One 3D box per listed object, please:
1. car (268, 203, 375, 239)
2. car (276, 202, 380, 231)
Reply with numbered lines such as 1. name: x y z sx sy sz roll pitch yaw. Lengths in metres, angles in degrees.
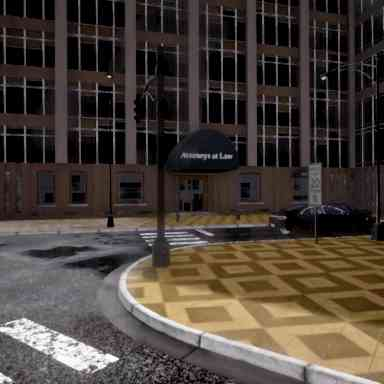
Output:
1. car: 6.075 1.309 15.896 4.902 1.511 2.128 0 0 -14
2. car: 7.829 1.359 19.267 5.357 1.411 2.033 0 0 -14
